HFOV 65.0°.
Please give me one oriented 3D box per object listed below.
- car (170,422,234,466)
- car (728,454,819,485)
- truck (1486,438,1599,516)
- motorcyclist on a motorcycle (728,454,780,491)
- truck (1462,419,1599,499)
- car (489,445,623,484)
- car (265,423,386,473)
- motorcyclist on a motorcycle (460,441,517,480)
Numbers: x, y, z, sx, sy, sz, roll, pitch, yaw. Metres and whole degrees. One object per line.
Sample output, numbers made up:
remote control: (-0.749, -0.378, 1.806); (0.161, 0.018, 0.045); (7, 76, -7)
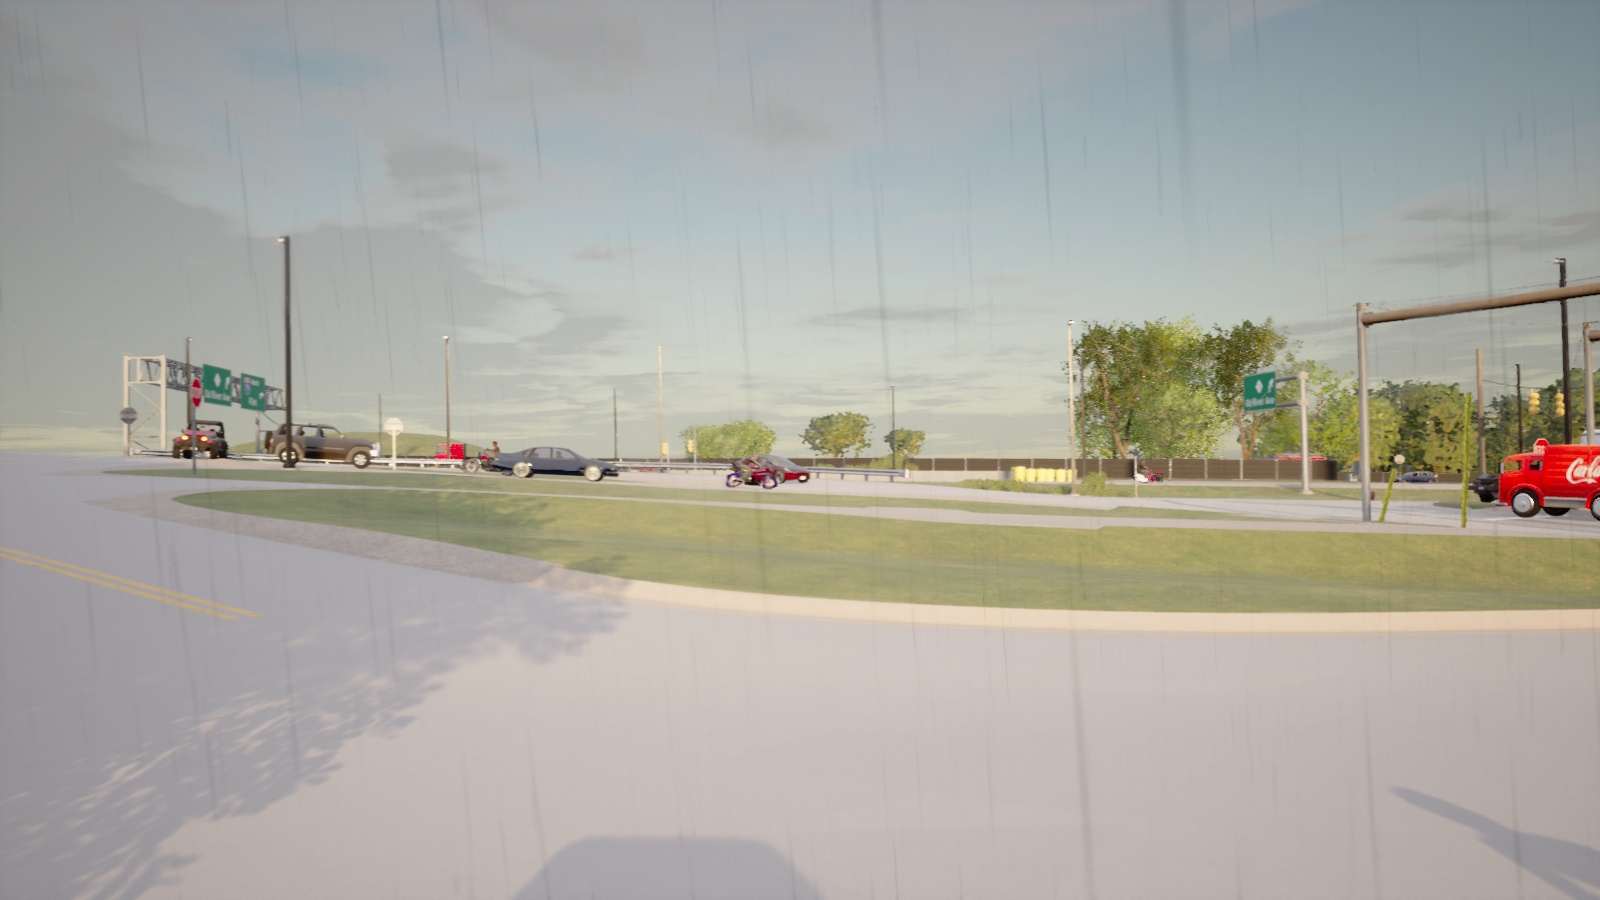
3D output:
car: (-27.931, -0.263, 58.789); (1.905, 1.878, 3.866); (3, -2, -14)
car: (-1.473, 1.012, 67.906); (4.792, 1.488, 2.163); (1, 1, 45)
truck: (26.045, 0.846, 41.621); (2.627, 2.467, 5.204); (-1, 1, -30)
motorcyclist on a motorcycle: (-2.009, 0.969, 54.463); (2.191, 1.530, 0.866); (2, -2, -4)
truck: (34.123, 0.419, 55.883); (7.936, 3.462, 2.891); (0, -1, -5)
car: (-10.408, 0.651, 53.904); (5.357, 1.411, 2.033); (3, -2, -4)
car: (-20.004, -0.055, 53.089); (4.605, 1.855, 1.932); (3, -2, -19)
motorcyclist on a motorcycle: (-14.173, 0.482, 57.167); (2.350, 1.649, 0.766); (3, -2, -4)
